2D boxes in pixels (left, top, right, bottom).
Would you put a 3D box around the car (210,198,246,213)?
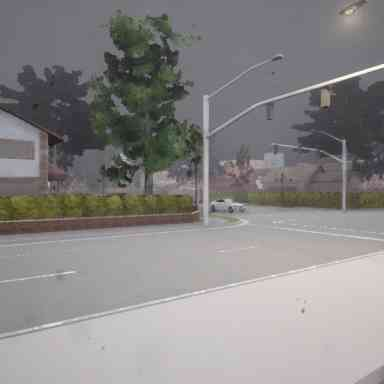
[{"bbox_3d":[3.795,1.435,36.354,1.812,1.442,4.674,0,0,-36],"label":"car"}]
